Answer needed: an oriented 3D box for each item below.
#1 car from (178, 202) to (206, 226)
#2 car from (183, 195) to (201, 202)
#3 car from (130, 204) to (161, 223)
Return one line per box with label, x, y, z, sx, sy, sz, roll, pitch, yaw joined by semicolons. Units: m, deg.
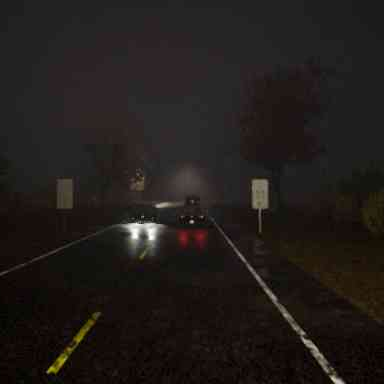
car;0.008;1.665;23.836;1.895;1.301;4.718;0;0;0
car;0.023;1.370;43.158;2.150;2.045;5.566;0;-1;-1
car;-3.614;1.638;26.302;1.994;1.385;4.181;0;0;0
